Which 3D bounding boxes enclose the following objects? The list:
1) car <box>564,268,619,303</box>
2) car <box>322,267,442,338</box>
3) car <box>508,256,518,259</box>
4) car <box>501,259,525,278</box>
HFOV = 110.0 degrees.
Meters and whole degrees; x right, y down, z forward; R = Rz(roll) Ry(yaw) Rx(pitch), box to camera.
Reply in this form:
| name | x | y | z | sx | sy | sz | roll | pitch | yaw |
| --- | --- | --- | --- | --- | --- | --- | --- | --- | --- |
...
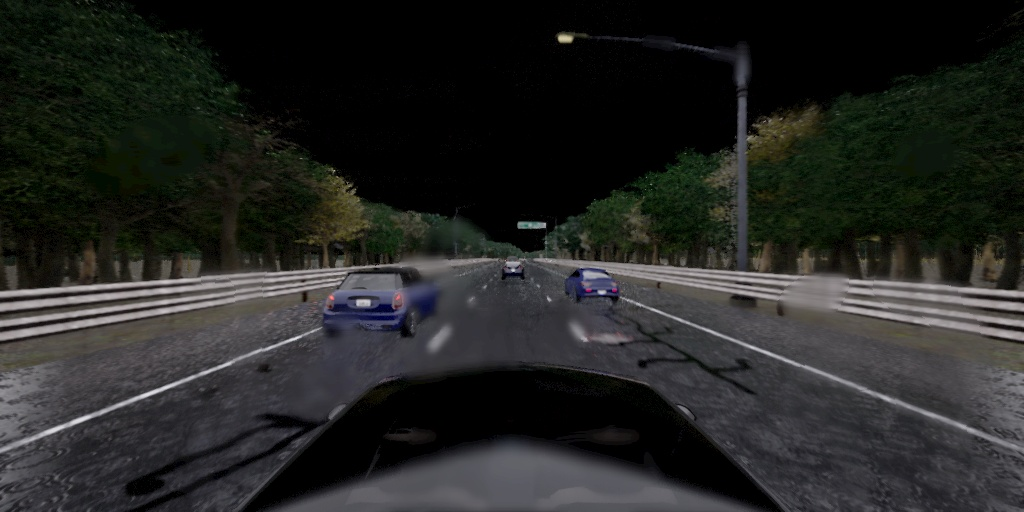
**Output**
| name | x | y | z | sx | sy | sz | roll | pitch | yaw |
| --- | --- | --- | --- | --- | --- | --- | --- | --- | --- |
| car | 3.601 | 1.280 | 16.652 | 1.812 | 1.442 | 4.674 | 0 | 0 | 0 |
| car | -3.401 | 1.104 | 10.332 | 2.097 | 1.767 | 4.553 | 0 | 0 | 0 |
| car | 0.106 | 1.018 | 64.319 | 2.150 | 2.045 | 5.566 | 0 | 0 | 0 |
| car | 0.105 | 1.263 | 33.160 | 2.163 | 1.488 | 4.792 | 0 | 0 | 0 |
